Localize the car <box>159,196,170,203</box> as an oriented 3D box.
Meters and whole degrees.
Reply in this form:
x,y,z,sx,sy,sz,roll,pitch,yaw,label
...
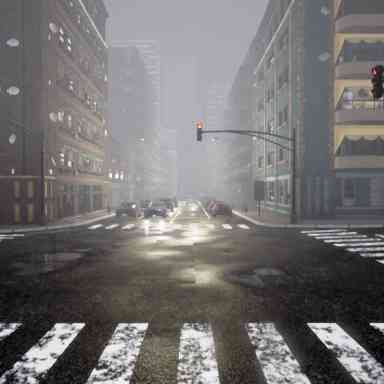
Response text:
x,y,z,sx,sy,sz,roll,pitch,yaw,label
-5.682,1.606,68.889,1.802,1.307,4.206,0,0,0,car

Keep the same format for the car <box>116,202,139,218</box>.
x,y,z,sx,sy,sz,roll,pitch,yaw,label
-5.690,1.568,30.224,1.947,1.339,4.313,0,0,0,car

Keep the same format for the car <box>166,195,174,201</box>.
x,y,z,sx,sy,sz,roll,pitch,yaw,label
-5.679,1.563,85.290,1.752,1.417,4.829,0,0,0,car

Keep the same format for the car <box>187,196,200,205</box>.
x,y,z,sx,sy,sz,roll,pitch,yaw,label
0.012,1.543,59.667,1.812,1.442,4.674,0,0,0,car

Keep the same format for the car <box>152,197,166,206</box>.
x,y,z,sx,sy,sz,roll,pitch,yaw,label
-5.685,1.561,57.842,1.887,1.381,4.507,0,0,0,car

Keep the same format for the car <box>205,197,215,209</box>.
x,y,z,sx,sy,sz,roll,pitch,yaw,label
2.692,1.570,35.734,1.947,1.339,4.313,0,0,0,car

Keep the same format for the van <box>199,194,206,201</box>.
x,y,z,sx,sy,sz,roll,pitch,yaw,label
2.700,1.379,85.446,1.690,1.788,3.998,-1,0,0,van

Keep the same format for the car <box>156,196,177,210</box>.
x,y,z,sx,sy,sz,roll,pitch,yaw,label
-3.089,1.511,39.850,1.837,1.490,4.892,0,0,0,car

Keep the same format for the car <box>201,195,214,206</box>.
x,y,z,sx,sy,sz,roll,pitch,yaw,label
2.694,1.554,46.781,1.887,1.381,4.507,0,0,0,car

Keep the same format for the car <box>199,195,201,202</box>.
x,y,z,sx,sy,sz,roll,pitch,yaw,label
2.697,1.582,57.828,1.947,1.339,4.313,0,0,0,car

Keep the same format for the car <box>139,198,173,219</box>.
x,y,z,sx,sy,sz,roll,pitch,yaw,label
-3.095,1.550,29.731,2.033,1.411,5.357,0,0,0,car

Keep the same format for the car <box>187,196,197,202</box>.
x,y,z,sx,sy,sz,roll,pitch,yaw,label
0.015,1.452,69.703,1.895,1.301,4.718,0,0,0,car

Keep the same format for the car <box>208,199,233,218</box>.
x,y,z,sx,sy,sz,roll,pitch,yaw,label
2.691,1.584,30.211,1.802,1.307,4.206,0,0,0,car

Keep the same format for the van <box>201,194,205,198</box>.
x,y,z,sx,sy,sz,roll,pitch,yaw,label
2.694,1.354,52.304,1.690,1.788,3.998,0,0,0,van

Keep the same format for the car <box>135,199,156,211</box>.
x,y,z,sx,sy,sz,roll,pitch,yaw,label
-5.688,1.573,41.271,1.947,1.339,4.313,0,0,0,car

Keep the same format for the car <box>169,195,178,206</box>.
x,y,z,sx,sy,sz,roll,pitch,yaw,label
-3.077,1.503,50.294,2.128,1.511,4.902,0,0,0,car
